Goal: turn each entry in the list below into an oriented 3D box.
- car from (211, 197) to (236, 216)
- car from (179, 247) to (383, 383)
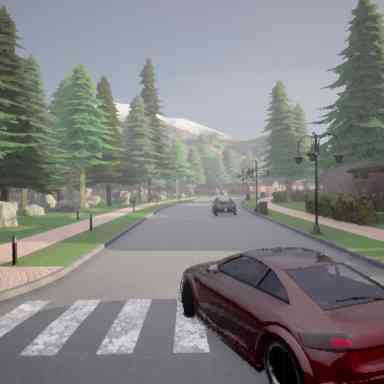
[{"bbox_3d":[2.755,1.209,29.159,2.128,1.511,4.902,-1,1,1],"label":"car"},{"bbox_3d":[1.285,1.558,5.145,1.994,1.385,4.181,-1,0,-22],"label":"car"}]
